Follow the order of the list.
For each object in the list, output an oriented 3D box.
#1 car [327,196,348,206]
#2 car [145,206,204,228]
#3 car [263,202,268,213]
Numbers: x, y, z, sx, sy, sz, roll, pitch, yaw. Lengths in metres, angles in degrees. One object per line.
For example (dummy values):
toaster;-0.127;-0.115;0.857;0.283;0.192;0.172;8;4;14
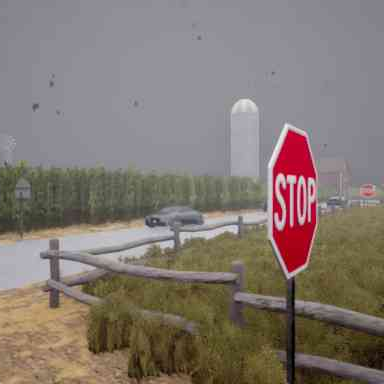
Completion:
car;19.031;1.305;43.542;1.837;1.490;4.892;0;0;36
car;-1.024;1.563;21.126;1.994;1.385;4.181;0;0;36
car;9.226;1.433;35.299;1.882;1.535;5.008;0;0;36
